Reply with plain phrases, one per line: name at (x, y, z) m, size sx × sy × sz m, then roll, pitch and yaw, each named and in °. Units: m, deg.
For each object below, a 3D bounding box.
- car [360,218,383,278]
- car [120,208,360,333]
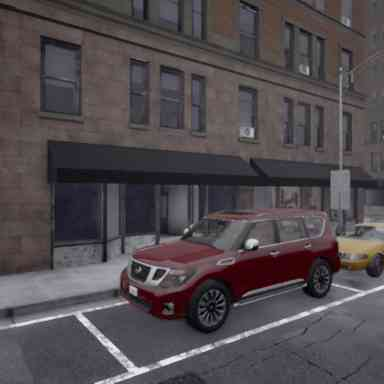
car at (5.564, 1.519, 10.157) m, size 4.829 × 1.417 × 1.752 m, roll 0°, pitch 0°, yaw -35°
car at (1.077, 1.312, 6.963) m, size 5.009 × 1.841 × 2.192 m, roll 0°, pitch 0°, yaw -35°
